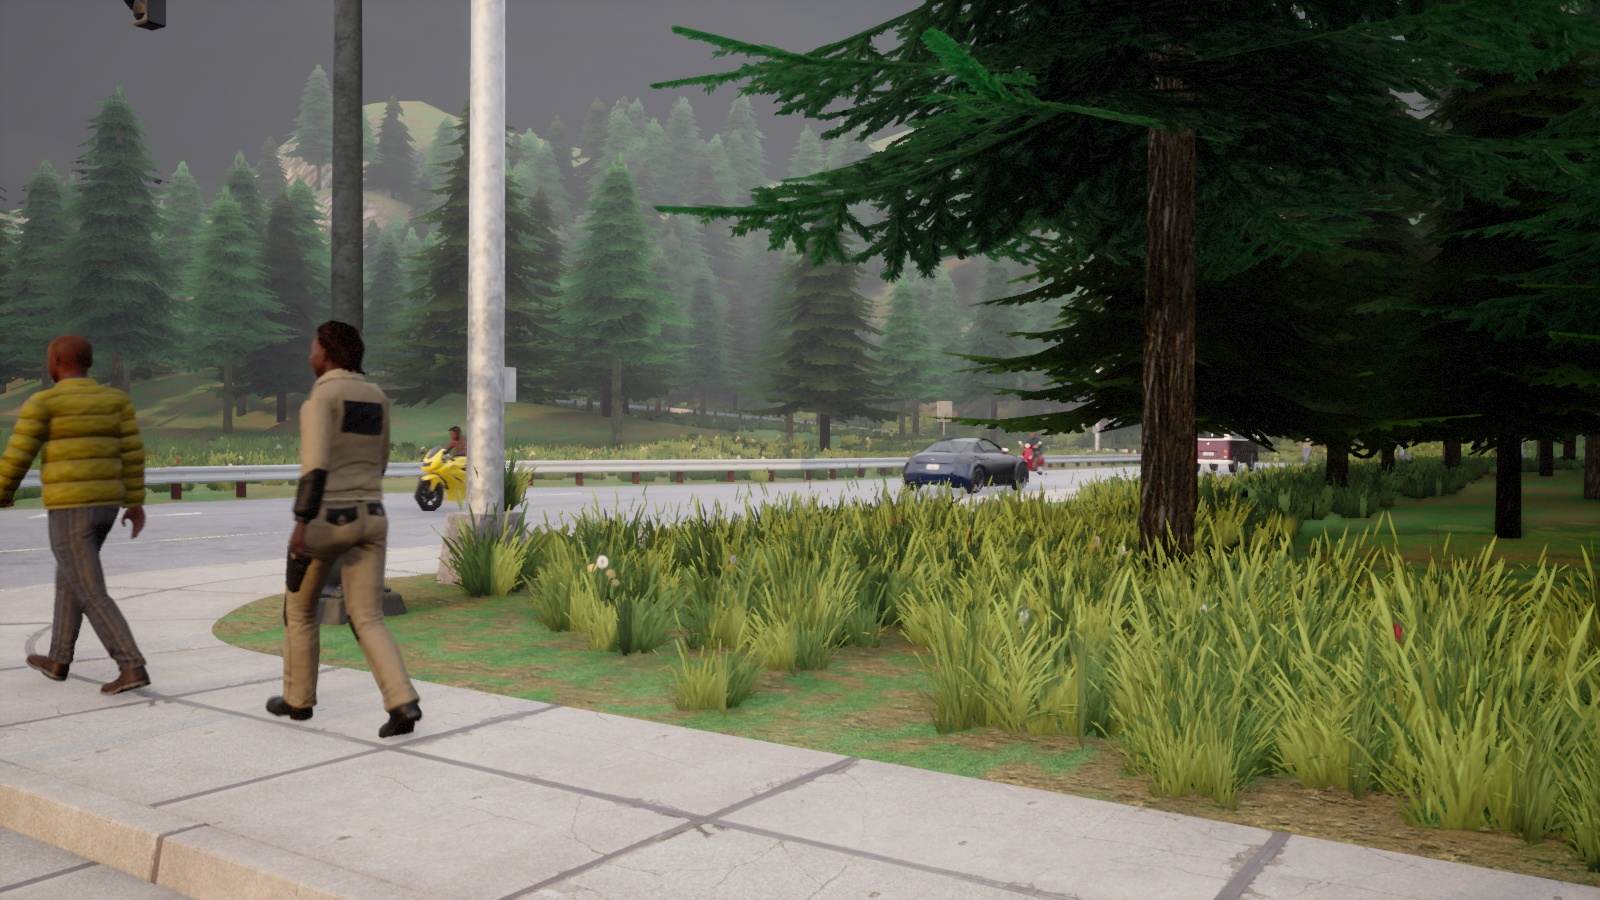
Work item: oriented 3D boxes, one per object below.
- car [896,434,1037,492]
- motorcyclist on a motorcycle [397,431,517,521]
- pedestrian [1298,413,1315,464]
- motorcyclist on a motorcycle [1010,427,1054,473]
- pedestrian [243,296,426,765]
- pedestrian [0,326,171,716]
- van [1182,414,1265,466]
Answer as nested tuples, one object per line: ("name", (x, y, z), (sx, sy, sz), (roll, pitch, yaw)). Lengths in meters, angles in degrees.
("car", (4.353, 0.287, 32.347), (1.994, 1.385, 4.181), (0, 1, 33))
("motorcyclist on a motorcycle", (-6.112, 0.435, 22.492), (0.797, 1.523, 2.044), (0, 1, 33))
("pedestrian", (18.307, -0.419, 45.393), (0.354, 1.836, 0.706), (0, 1, 42))
("motorcyclist on a motorcycle", (8.226, -0.024, 44.496), (0.866, 1.590, 1.817), (0, 1, 34))
("pedestrian", (-2.042, 0.330, 5.510), (0.692, 1.930, 0.396), (0, 1, 34))
("pedestrian", (-3.547, 0.334, 6.234), (0.726, 1.835, 0.370), (0, 1, 26))
("van", (17.456, -0.435, 51.694), (2.069, 2.038, 4.480), (0, 1, 35))
